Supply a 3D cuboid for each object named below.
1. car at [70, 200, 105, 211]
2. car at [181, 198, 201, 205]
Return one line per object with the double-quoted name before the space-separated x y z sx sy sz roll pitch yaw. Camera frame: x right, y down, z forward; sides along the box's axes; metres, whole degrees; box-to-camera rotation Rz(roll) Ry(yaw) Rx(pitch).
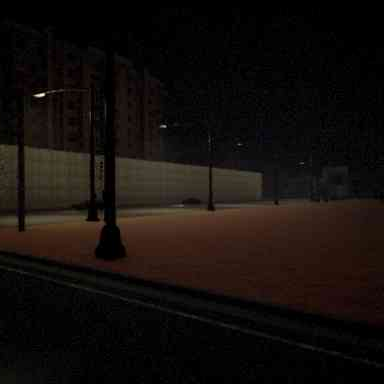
"car" -13.191 1.702 43.669 2.033 1.411 5.357 0 0 36
"car" -0.170 1.719 61.639 1.994 1.385 4.181 0 0 36
